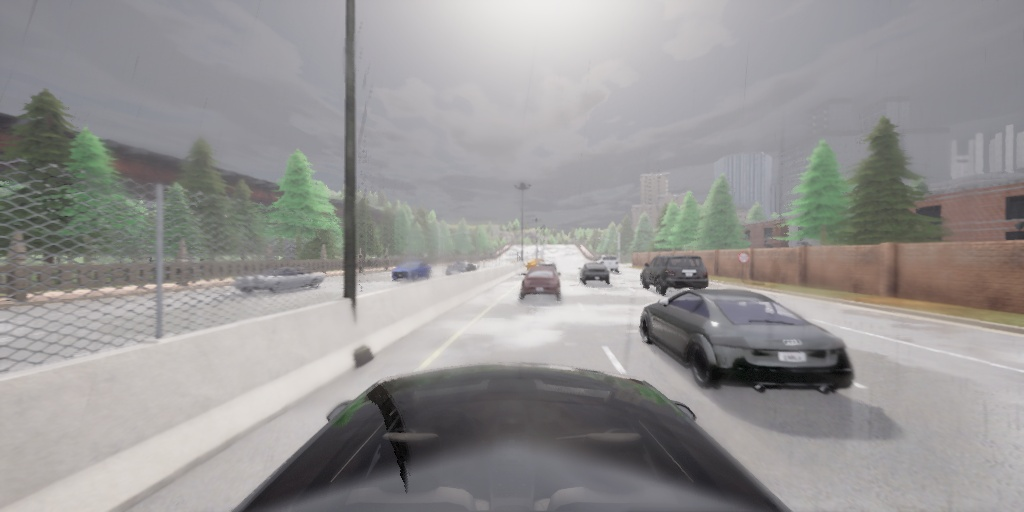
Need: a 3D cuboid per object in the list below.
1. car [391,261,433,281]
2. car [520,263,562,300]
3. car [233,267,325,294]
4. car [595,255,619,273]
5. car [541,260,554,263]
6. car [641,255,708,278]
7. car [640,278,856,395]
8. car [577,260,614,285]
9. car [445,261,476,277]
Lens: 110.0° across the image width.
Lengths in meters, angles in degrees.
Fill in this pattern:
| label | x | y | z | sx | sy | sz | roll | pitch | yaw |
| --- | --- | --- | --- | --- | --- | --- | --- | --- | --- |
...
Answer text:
| label | x | y | z | sx | sy | sz | roll | pitch | yaw |
| --- | --- | --- | --- | --- | --- | --- | --- | --- | --- |
| car | -8.013 | 1.163 | 29.114 | 1.882 | 1.535 | 5.008 | 0 | 0 | 6 |
| car | 1.443 | 1.256 | 17.440 | 1.812 | 1.442 | 4.674 | 0 | 0 | 6 |
| car | -12.594 | 1.287 | 19.776 | 1.895 | 1.301 | 4.718 | 0 | 0 | 6 |
| car | 11.396 | 0.942 | 43.275 | 2.150 | 2.045 | 5.566 | 0 | 0 | 6 |
| car | 3.684 | 1.198 | 37.369 | 2.128 | 1.511 | 4.902 | 0 | 0 | 6 |
| car | 8.726 | 0.971 | 19.692 | 2.150 | 2.045 | 5.566 | 0 | 0 | 7 |
| car | 3.888 | 1.317 | 6.783 | 1.994 | 1.385 | 4.181 | 0 | 0 | 4 |
| car | 5.953 | 1.234 | 26.276 | 1.837 | 1.490 | 4.892 | 0 | 0 | 6 |
| car | -4.315 | 1.185 | 30.669 | 2.128 | 1.511 | 4.902 | 0 | 0 | 7 |
